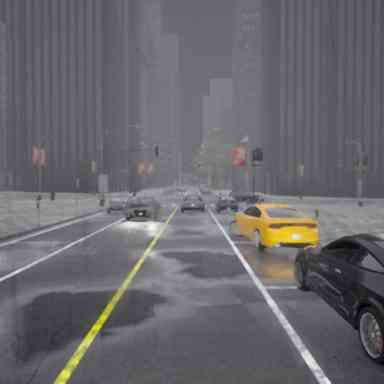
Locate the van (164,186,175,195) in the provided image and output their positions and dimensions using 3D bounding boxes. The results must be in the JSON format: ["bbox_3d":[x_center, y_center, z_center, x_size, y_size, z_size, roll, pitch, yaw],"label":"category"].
[{"bbox_3d":[-5.452,-0.317,74.954,1.690,1.788,3.998,0,1,1],"label":"van"}]

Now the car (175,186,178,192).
[{"bbox_3d":[-5.342,-0.333,85.980,1.947,1.339,4.313,0,1,1],"label":"car"}]

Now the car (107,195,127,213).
[{"bbox_3d":[-5.735,0.941,27.202,2.008,1.369,4.403,0,1,0],"label":"car"}]

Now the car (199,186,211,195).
[{"bbox_3d":[3.017,0.015,69.364,2.008,1.369,4.403,0,1,1],"label":"car"}]

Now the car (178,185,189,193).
[{"bbox_3d":[-2.509,-0.580,93.217,1.882,1.535,5.008,0,1,1],"label":"car"}]

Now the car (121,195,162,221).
[{"bbox_3d":[-3.061,1.074,21.777,1.994,1.385,4.181,0,1,0],"label":"car"}]

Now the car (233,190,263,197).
[{"bbox_3d":[6.945,0.519,42.051,4.553,1.767,2.097,2,2,-18],"label":"car"}]

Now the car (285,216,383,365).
[{"bbox_3d":[3.154,1.399,5.491,1.812,1.442,4.674,0,1,0],"label":"car"}]

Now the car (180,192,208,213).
[{"bbox_3d":[0.078,0.939,27.885,1.994,1.385,4.181,0,1,0],"label":"car"}]

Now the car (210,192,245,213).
[{"bbox_3d":[2.790,0.941,27.191,2.008,1.369,4.403,0,1,0],"label":"car"}]

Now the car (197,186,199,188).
[{"bbox_3d":[3.183,-0.581,85.893,2.192,1.841,5.009,0,1,1],"label":"car"}]

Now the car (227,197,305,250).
[{"bbox_3d":[2.972,1.187,12.854,1.882,1.535,5.008,0,1,-7],"label":"car"}]
